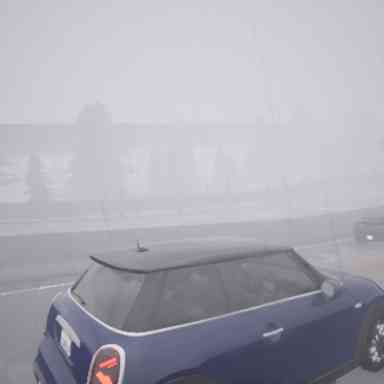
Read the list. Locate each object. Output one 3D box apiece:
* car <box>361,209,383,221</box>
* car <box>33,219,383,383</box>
[{"bbox_3d":[8.918,1.468,14.407,4.892,1.490,1.837,-2,1,-35],"label":"car"},{"bbox_3d":[0.610,1.360,4.183,4.553,1.767,2.097,0,0,-35],"label":"car"}]
